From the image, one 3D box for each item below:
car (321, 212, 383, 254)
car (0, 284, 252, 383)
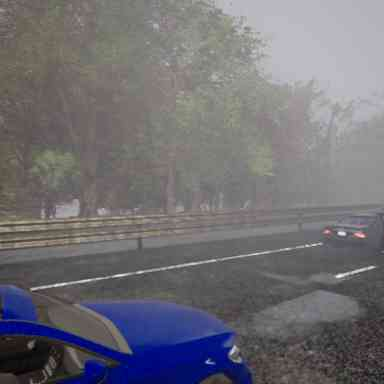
[{"bbox_3d":[7.415,1.536,13.429,5.357,1.411,2.033,0,0,-36],"label":"car"},{"bbox_3d":[-1.616,1.526,2.604,4.674,1.442,1.812,0,0,-36],"label":"car"}]
